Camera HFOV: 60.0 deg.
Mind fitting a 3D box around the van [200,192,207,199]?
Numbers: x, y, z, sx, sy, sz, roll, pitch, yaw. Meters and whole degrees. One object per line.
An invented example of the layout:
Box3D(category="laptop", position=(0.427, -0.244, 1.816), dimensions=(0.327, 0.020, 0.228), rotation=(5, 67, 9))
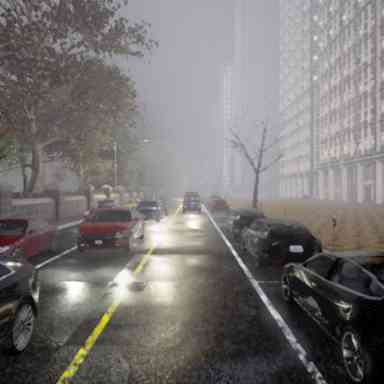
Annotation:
Box3D(category="van", position=(2.690, 0.810, 78.262), dimensions=(1.690, 1.788, 3.998), rotation=(0, 0, 0))

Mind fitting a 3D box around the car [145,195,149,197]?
Box3D(category="car", position=(-5.689, 1.285, 33.036), dimensions=(1.752, 1.417, 4.829), rotation=(0, 0, 0))

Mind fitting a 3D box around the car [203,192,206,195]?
Box3D(category="car", position=(2.691, 1.122, 44.468), dimensions=(1.967, 1.590, 4.097), rotation=(0, 0, 0))

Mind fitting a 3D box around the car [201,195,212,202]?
Box3D(category="car", position=(2.690, 1.154, 61.366), dimensions=(1.802, 1.307, 4.206), rotation=(0, 0, 0))

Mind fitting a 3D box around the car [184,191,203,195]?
Box3D(category="car", position=(0.020, 0.907, 44.474), dimensions=(2.150, 2.045, 5.566), rotation=(0, 1, 0))

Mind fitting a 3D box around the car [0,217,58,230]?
Box3D(category="car", position=(-5.689, 1.501, 10.676), dimensions=(1.802, 1.307, 4.206), rotation=(0, 0, 0))

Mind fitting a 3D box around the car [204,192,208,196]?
Box3D(category="car", position=(2.691, 1.160, 38.837), dimensions=(1.967, 1.590, 4.097), rotation=(0, 0, 0))

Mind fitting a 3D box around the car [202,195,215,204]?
Box3D(category="car", position=(2.690, 1.159, 55.734), dimensions=(2.008, 1.369, 4.403), rotation=(0, 0, 0))

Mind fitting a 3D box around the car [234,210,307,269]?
Box3D(category="car", position=(2.691, 1.485, 10.676), dimensions=(1.947, 1.339, 4.313), rotation=(0, 0, 0))

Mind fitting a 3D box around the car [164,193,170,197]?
Box3D(category="car", position=(-5.690, 1.117, 61.366), dimensions=(1.887, 1.381, 4.507), rotation=(0, 0, 0))

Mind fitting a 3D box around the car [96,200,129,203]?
Box3D(category="car", position=(-5.689, 1.277, 21.940), dimensions=(1.967, 1.590, 4.097), rotation=(0, 0, 0))

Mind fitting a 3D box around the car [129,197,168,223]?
Box3D(category="car", position=(-3.070, 1.328, 23.919), dimensions=(1.837, 1.490, 4.892), rotation=(0, 0, 0))

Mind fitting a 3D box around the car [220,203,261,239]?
Box3D(category="car", position=(2.691, 1.443, 16.309), dimensions=(1.947, 1.339, 4.313), rotation=(0, 0, 0))

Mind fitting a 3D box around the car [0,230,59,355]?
Box3D(category="car", position=(-3.150, 1.467, 3.164), dimensions=(2.128, 1.511, 4.902), rotation=(0, 0, -3))

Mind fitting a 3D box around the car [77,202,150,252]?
Box3D(category="car", position=(-3.093, 1.375, 13.547), dimensions=(1.882, 1.535, 5.008), rotation=(0, 0, 0))

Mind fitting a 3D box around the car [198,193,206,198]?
Box3D(category="car", position=(2.690, 0.987, 89.526), dimensions=(1.802, 1.307, 4.206), rotation=(0, 0, 0))

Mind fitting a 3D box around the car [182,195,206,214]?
Box3D(category="car", position=(-0.001, 1.314, 31.912), dimensions=(2.033, 1.411, 5.357), rotation=(0, 0, 0))

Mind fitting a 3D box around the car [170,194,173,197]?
Box3D(category="car", position=(-5.690, 1.047, 72.630), dimensions=(1.887, 1.381, 4.507), rotation=(0, 0, 0))

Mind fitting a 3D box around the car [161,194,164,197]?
Box3D(category="car", position=(-5.690, 1.190, 50.101), dimensions=(1.887, 1.381, 4.507), rotation=(0, 0, 0))

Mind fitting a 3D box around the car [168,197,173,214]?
Box3D(category="car", position=(-3.000, 1.397, 29.126), dimensions=(1.994, 1.385, 4.181), rotation=(0, 0, 0))

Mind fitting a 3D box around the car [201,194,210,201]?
Box3D(category="car", position=(2.690, 1.118, 66.998), dimensions=(1.802, 1.307, 4.206), rotation=(0, 0, 0))

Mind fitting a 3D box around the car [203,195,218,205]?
Box3D(category="car", position=(2.690, 1.196, 50.102), dimensions=(2.008, 1.369, 4.403), rotation=(0, 0, 0))

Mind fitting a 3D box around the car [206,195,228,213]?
Box3D(category="car", position=(2.691, 1.303, 33.206), dimensions=(1.887, 1.381, 4.507), rotation=(0, 0, 0))

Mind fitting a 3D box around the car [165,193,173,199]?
Box3D(category="car", position=(-5.691, 0.963, 83.725), dimensions=(1.752, 1.417, 4.829), rotation=(0, 0, 0))

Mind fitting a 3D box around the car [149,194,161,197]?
Box3D(category="car", position=(-5.689, 1.123, 44.468), dimensions=(1.967, 1.590, 4.097), rotation=(0, 0, 0))

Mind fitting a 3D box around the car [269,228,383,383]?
Box3D(category="car", position=(2.691, 1.527, 5.044), dimensions=(1.947, 1.339, 4.313), rotation=(0, 0, 0))
